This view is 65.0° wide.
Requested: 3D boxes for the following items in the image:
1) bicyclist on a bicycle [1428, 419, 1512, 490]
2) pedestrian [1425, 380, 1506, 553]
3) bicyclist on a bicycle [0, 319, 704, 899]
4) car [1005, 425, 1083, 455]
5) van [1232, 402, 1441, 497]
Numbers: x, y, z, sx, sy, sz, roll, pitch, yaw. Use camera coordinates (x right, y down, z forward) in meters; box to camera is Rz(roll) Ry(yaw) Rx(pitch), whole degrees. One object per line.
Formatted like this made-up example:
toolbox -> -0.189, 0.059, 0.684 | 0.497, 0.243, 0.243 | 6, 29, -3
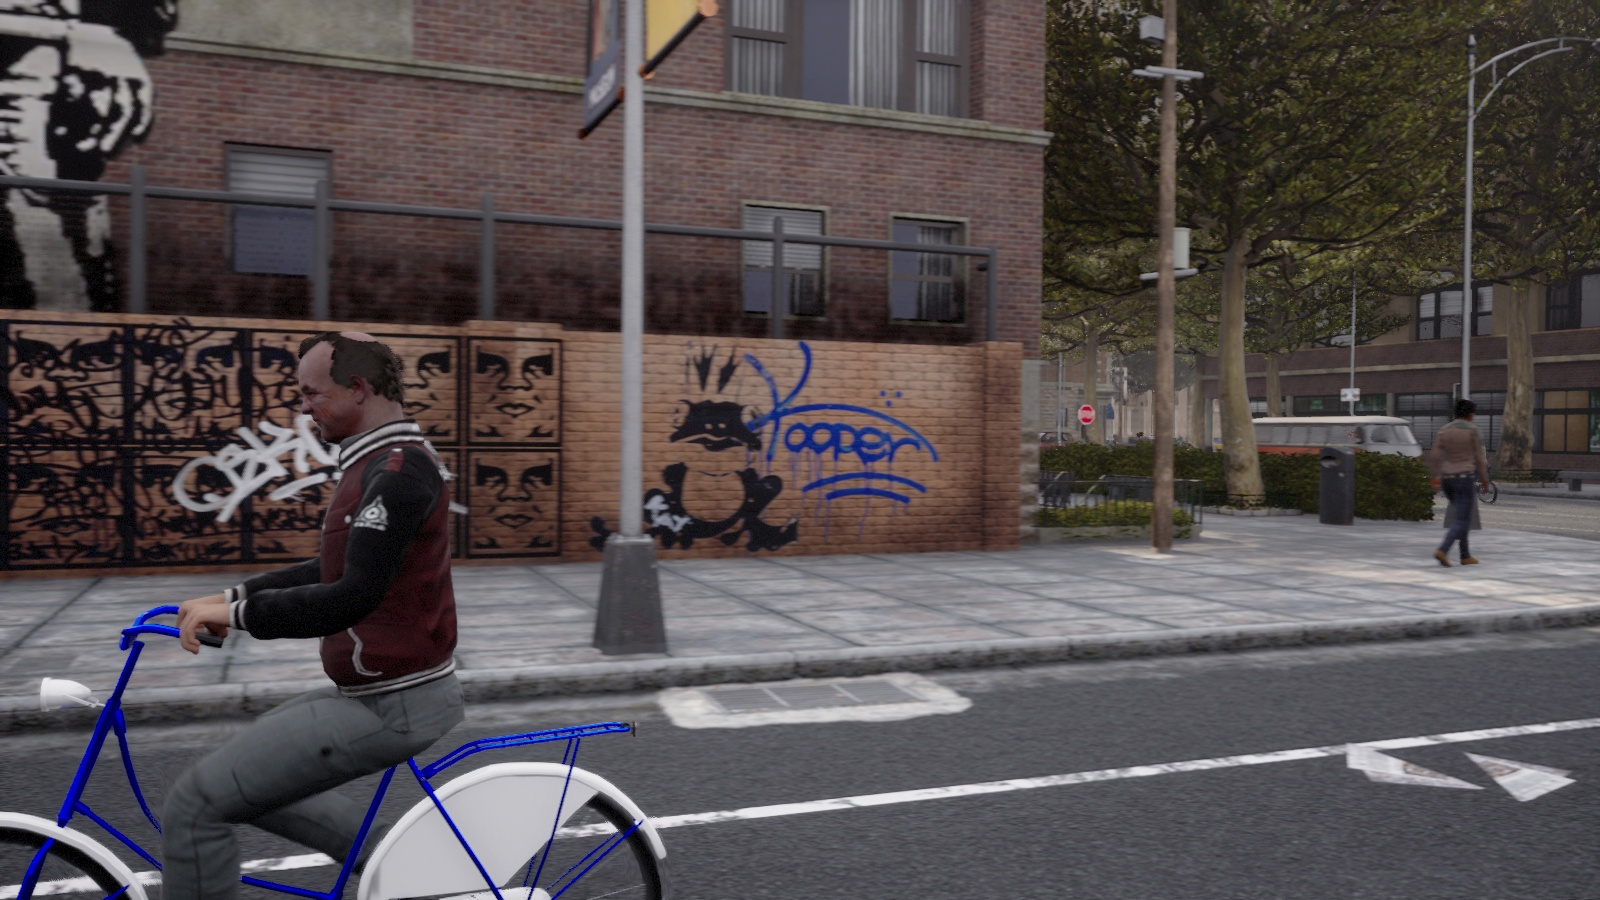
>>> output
bicyclist on a bicycle -> 15.627, 0.098, 29.318 | 0.866, 1.612, 1.509 | -1, 1, -21
pedestrian -> 7.137, 0.162, 13.471 | 0.869, 1.805, 0.328 | -1, 1, -28
bicyclist on a bicycle -> -1.196, 0.638, 2.786 | 1.843, 1.776, 0.659 | -1, 1, -21
car -> 13.901, -0.593, 71.515 | 3.988, 1.617, 1.851 | -1, 1, -23
van -> 12.111, -0.038, 28.690 | 1.775, 1.987, 4.442 | -1, 1, -22
